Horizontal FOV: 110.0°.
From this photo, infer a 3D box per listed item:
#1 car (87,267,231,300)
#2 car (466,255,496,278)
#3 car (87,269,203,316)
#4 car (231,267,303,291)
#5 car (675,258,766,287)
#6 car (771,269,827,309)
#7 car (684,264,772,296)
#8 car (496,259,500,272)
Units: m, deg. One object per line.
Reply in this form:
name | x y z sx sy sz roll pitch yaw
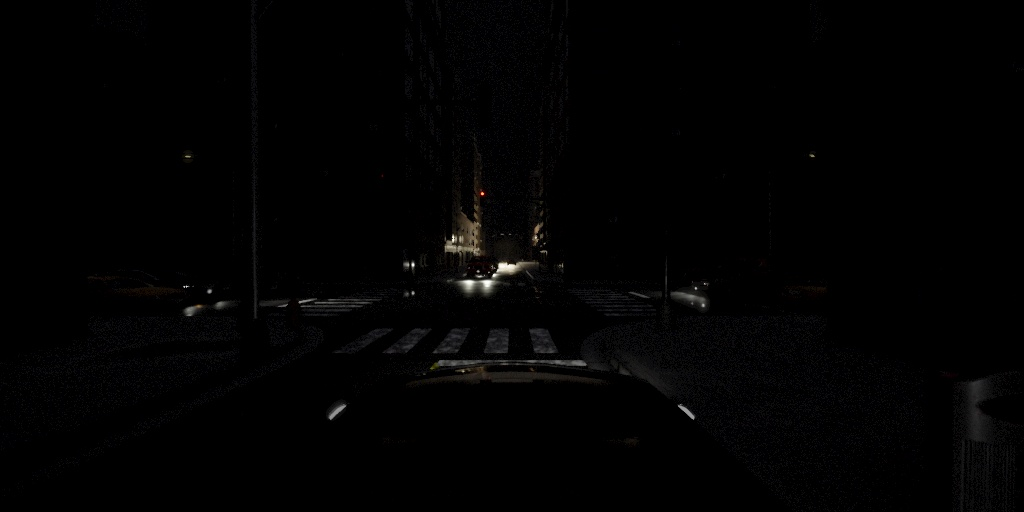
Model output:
car | -15.480 1.260 15.433 4.902 1.511 2.128 0 0 0
car | -2.906 0.963 33.514 2.150 2.045 5.566 0 0 0
car | -14.402 1.305 12.908 4.829 1.417 1.751 0 0 0
car | -14.566 1.308 20.933 4.313 1.339 1.948 0 0 0
car | 12.317 1.031 20.945 5.009 1.841 2.192 0 0 0
car | 12.482 1.280 12.920 4.829 1.417 1.751 0 0 0
car | 12.137 1.276 18.369 5.357 1.411 2.033 0 0 3
car | -2.922 0.956 43.903 2.150 2.045 5.566 0 0 0
